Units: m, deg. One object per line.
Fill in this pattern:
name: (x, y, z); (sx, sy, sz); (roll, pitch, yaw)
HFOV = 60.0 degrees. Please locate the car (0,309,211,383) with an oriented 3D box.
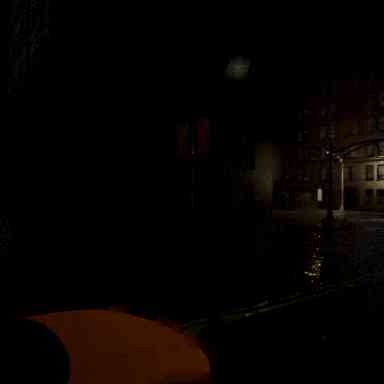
car: (-2.091, 1.460, 1.954); (5.008, 1.535, 1.882); (1, 0, -36)
